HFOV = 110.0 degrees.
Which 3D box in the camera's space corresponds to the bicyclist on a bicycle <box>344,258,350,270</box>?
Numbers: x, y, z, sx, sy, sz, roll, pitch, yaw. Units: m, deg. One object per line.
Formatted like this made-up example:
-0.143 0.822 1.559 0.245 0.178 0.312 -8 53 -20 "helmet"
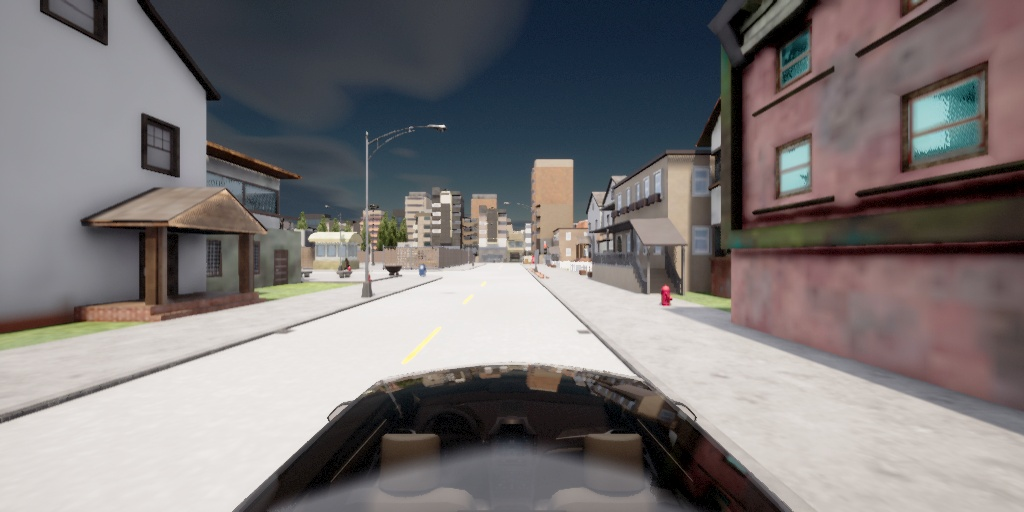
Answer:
-21.742 1.074 47.196 0.582 1.620 1.656 0 0 0 "bicyclist on a bicycle"
